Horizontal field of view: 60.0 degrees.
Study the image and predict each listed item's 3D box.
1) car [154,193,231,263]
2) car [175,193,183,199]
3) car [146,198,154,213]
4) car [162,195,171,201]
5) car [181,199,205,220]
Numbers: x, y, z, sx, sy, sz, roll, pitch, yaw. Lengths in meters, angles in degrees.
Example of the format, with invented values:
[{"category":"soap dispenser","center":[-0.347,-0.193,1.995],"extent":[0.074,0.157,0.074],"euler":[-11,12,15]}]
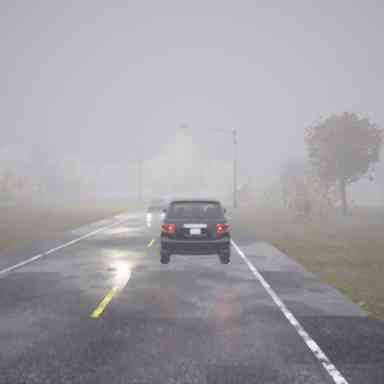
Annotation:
[{"category":"car","center":[0.097,1.175,11.966],"extent":[2.150,2.045,5.566],"euler":[0,0,0]},{"category":"car","center":[-3.433,1.046,88.202],"extent":[1.882,1.535,5.008],"euler":[0,0,0]},{"category":"car","center":[-3.586,1.375,35.024],"extent":[1.837,1.490,4.892],"euler":[0,0,0]},{"category":"car","center":[-5.794,1.262,76.219],"extent":[1.895,1.301,4.718],"euler":[0,0,-7]},{"category":"car","center":[0.102,1.396,28.362],"extent":[1.837,1.490,4.892],"euler":[0,0,0]}]
